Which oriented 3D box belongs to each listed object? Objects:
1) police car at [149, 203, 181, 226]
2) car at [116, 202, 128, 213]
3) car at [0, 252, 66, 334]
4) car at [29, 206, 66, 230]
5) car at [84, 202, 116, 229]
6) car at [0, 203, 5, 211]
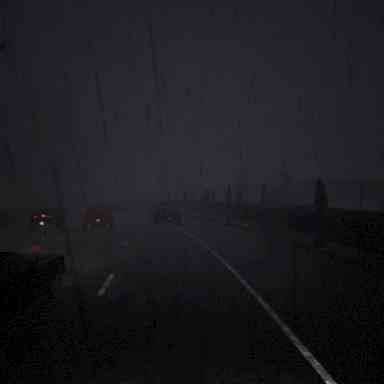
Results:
[{"bbox_3d":[-2.208,1.670,25.890,1.930,1.638,5.238,0,-1,-15],"label":"police car"},{"bbox_3d":[-9.811,2.010,43.724,1.994,1.385,4.181,0,-1,-26],"label":"car"},{"bbox_3d":[-3.745,1.668,5.689,1.895,1.301,4.718,0,-1,-4],"label":"car"},{"bbox_3d":[-10.171,1.774,23.579,1.837,1.490,4.892,0,-1,-14],"label":"car"},{"bbox_3d":[-6.706,1.732,24.105,1.882,1.535,5.008,0,-1,-14],"label":"car"},{"bbox_3d":[-23.822,1.999,40.148,1.882,1.535,5.008,0,-1,-25],"label":"car"}]
